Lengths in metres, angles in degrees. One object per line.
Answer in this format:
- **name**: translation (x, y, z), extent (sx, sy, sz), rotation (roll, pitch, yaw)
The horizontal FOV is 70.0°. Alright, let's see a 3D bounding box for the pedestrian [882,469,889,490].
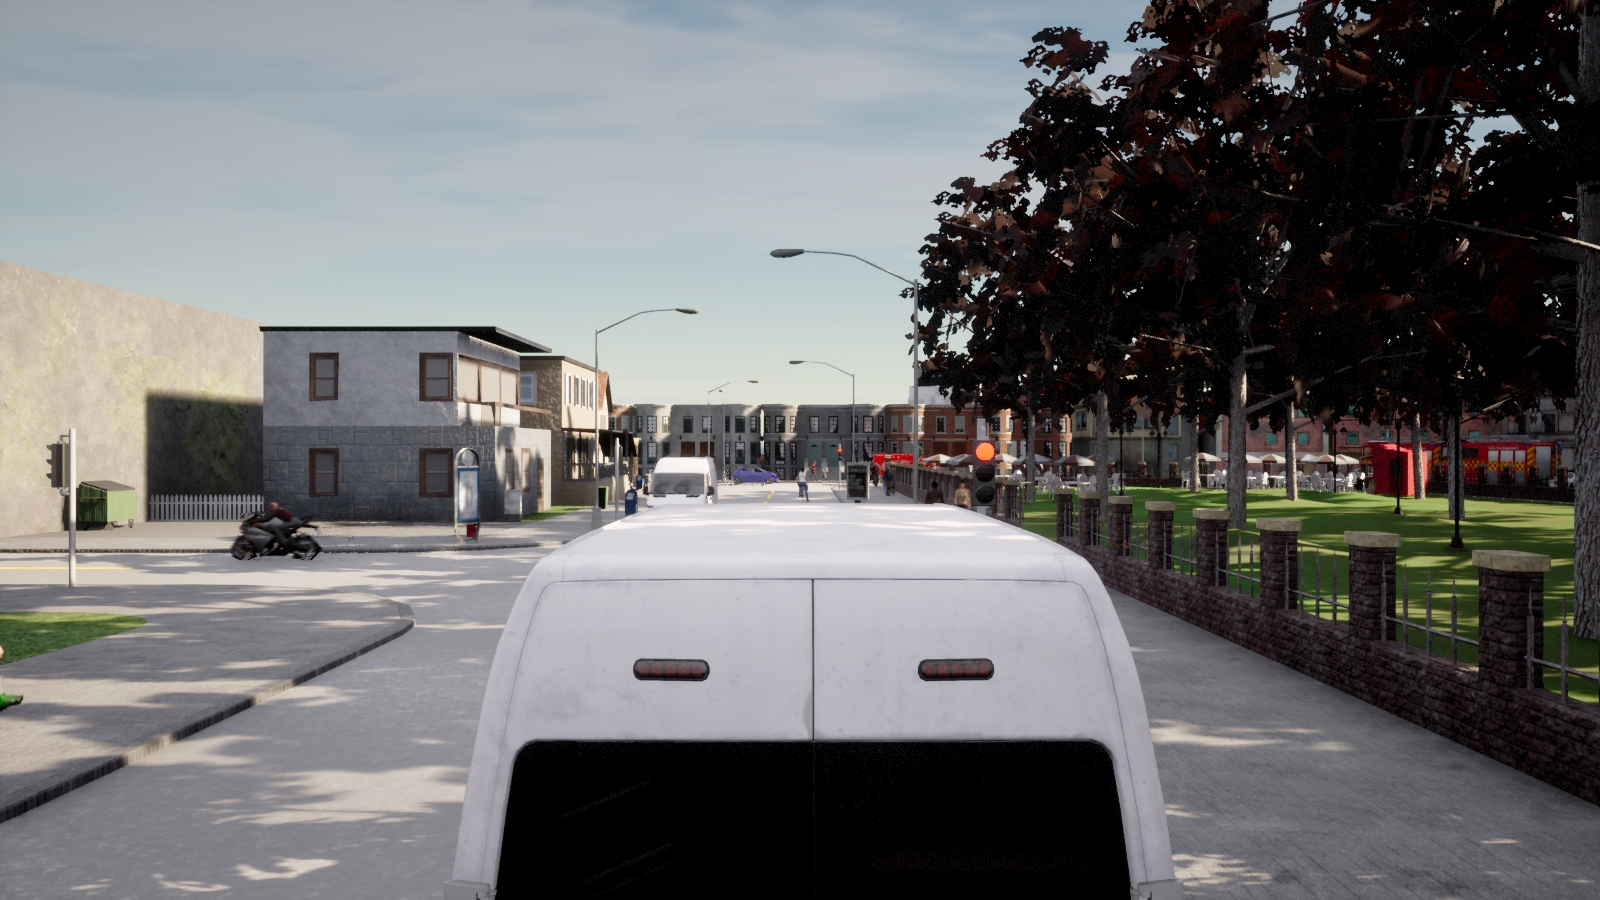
- **pedestrian**: translation (5.276, 1.805, 70.419), extent (0.375, 1.300, 0.375), rotation (0, 0, -10)

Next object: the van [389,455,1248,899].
- **van**: translation (0.036, 1.314, 5.605), extent (1.988, 2.561, 5.915), rotation (0, 0, 0)

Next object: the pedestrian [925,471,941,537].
- **pedestrian**: translation (3.773, 1.525, 32.385), extent (0.375, 1.860, 0.375), rotation (0, 0, -5)

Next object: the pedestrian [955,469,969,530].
- **pedestrian**: translation (5.011, 1.525, 35.297), extent (0.375, 1.860, 0.375), rotation (0, 0, 1)

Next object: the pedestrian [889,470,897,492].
- **pedestrian**: translation (5.429, 1.804, 66.850), extent (0.375, 1.300, 0.375), rotation (0, 0, -8)

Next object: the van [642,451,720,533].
- **van**: translation (-3.911, 1.315, 38.508), extent (1.988, 2.561, 5.915), rotation (0, 0, 0)

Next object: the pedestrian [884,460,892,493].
- **pedestrian**: translation (5.019, 1.525, 64.852), extent (0.375, 1.860, 0.375), rotation (0, 0, -8)
